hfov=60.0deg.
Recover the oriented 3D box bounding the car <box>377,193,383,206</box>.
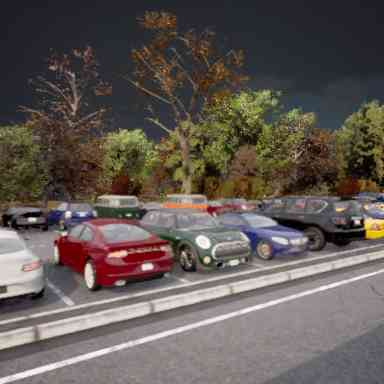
[{"bbox_3d":[29.238,1.102,47.437,2.185,1.767,4.553,0,0,-36],"label":"car"}]

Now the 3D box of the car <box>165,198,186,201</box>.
[{"bbox_3d":[-2.916,1.448,24.428,2.231,1.521,4.892,0,0,-36],"label":"car"}]

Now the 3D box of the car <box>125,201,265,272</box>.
[{"bbox_3d":[-0.140,1.351,10.978,2.185,1.767,4.553,0,0,-36],"label":"car"}]

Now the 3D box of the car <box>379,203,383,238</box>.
[{"bbox_3d":[6.656,1.431,16.048,1.946,1.575,5.366,0,0,-36],"label":"car"}]

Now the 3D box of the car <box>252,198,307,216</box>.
[{"bbox_3d":[8.451,1.377,32.588,2.097,1.535,5.008,0,0,-36],"label":"car"}]

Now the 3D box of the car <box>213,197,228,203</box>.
[{"bbox_3d":[1.571,1.419,27.648,2.097,1.535,5.008,0,0,-36],"label":"car"}]

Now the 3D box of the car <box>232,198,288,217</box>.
[{"bbox_3d":[6.164,1.391,30.933,2.097,1.535,5.008,0,0,-36],"label":"car"}]

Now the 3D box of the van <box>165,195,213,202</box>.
[{"bbox_3d":[-0.685,1.207,26.164,1.878,1.987,4.442,0,0,-36],"label":"van"}]

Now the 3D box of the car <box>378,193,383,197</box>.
[{"bbox_3d":[22.310,1.290,42.547,2.231,1.521,4.892,0,0,-36],"label":"car"}]

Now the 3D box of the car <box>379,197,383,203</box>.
[{"bbox_3d":[9.041,1.294,17.571,2.185,1.767,4.553,0,0,-36],"label":"car"}]

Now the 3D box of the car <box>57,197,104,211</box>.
[{"bbox_3d":[-7.584,1.350,21.032,2.185,1.767,4.553,0,0,-36],"label":"car"}]

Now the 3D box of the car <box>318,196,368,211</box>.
[{"bbox_3d":[17.732,1.321,39.242,2.231,1.521,4.892,0,0,-36],"label":"car"}]

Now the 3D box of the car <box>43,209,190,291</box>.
[{"bbox_3d":[-2.414,1.490,9.301,2.097,1.535,5.008,0,0,-36],"label":"car"}]

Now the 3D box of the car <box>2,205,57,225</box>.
[{"bbox_3d":[-9.812,1.519,19.511,2.163,1.488,4.792,0,0,-36],"label":"car"}]

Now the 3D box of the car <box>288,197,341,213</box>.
[{"bbox_3d":[13.145,1.348,35.947,2.097,1.535,5.008,0,0,-36],"label":"car"}]

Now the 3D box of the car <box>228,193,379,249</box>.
[{"bbox_3d":[4.451,1.197,14.272,2.435,2.045,5.566,0,0,-36],"label":"car"}]

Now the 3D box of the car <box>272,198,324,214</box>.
[{"bbox_3d":[10.832,1.392,34.327,2.163,1.488,4.792,0,0,-36],"label":"car"}]

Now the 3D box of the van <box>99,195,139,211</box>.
[{"bbox_3d":[-5.277,1.235,22.871,1.878,1.987,4.442,0,0,-36],"label":"van"}]

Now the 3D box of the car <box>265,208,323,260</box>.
[{"bbox_3d":[2.172,1.502,12.604,2.002,1.452,4.674,0,0,-36],"label":"car"}]

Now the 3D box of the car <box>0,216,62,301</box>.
[{"bbox_3d":[-4.710,1.545,7.655,2.002,1.452,4.674,0,0,-36],"label":"car"}]

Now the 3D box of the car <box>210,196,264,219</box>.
[{"bbox_3d":[3.849,1.280,29.315,2.185,1.767,4.553,0,0,-36],"label":"car"}]
